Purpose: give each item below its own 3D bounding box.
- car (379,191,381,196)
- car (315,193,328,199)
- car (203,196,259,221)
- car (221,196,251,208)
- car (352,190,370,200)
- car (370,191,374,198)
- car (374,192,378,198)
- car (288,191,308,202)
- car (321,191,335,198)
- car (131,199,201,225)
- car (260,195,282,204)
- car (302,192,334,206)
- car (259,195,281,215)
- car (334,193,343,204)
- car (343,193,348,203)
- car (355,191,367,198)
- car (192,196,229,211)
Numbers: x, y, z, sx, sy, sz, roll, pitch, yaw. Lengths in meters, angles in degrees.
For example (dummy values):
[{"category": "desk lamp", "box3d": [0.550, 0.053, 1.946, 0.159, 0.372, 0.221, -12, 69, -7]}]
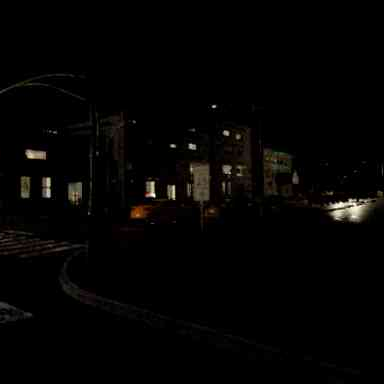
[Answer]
[{"category": "car", "box3d": [41.420, 0.591, 76.396, 1.887, 1.381, 4.507, 0, 0, 36]}, {"category": "car", "box3d": [28.309, 0.826, 72.637, 1.802, 1.307, 4.206, 0, 0, 36]}, {"category": "car", "box3d": [2.616, 1.179, 23.110, 1.752, 1.417, 4.829, 0, 0, 36]}, {"category": "car", "box3d": [5.514, 1.183, 41.326, 1.802, 1.307, 4.206, 0, 0, 36]}, {"category": "car", "box3d": [31.824, 0.508, 63.228, 2.192, 1.841, 5.009, 0, 0, 36]}, {"category": "car", "box3d": [35.082, 0.709, 67.702, 1.947, 1.339, 4.313, 0, 0, 36]}, {"category": "car", "box3d": [38.338, 0.659, 72.176, 1.947, 1.339, 4.313, 0, 0, 36]}, {"category": "car", "box3d": [18.439, 0.922, 59.080, 1.752, 1.417, 4.829, 0, 0, 36]}, {"category": "car", "box3d": [31.565, 0.634, 77.109, 1.967, 1.590, 4.097, 0, 0, 36]}, {"category": "car", "box3d": [-1.751, 1.207, 21.692, 1.882, 1.535, 5.008, -1, 0, 36]}, {"category": "car", "box3d": [12.027, 1.080, 50.273, 1.802, 1.307, 4.206, 0, 0, 36]}, {"category": "car", "box3d": [15.543, 0.999, 40.865, 2.008, 1.369, 4.403, 0, 0, 36]}, {"category": "car", "box3d": [5.773, 1.154, 27.446, 2.008, 1.369, 4.403, 0, 0, 36]}, {"category": "car", "box3d": [18.799, 0.979, 45.338, 1.802, 1.307, 4.206, 0, 0, 36]}, {"category": "car", "box3d": [22.055, 0.785, 49.810, 1.967, 1.590, 4.097, 0, 0, 36]}, {"category": "car", "box3d": [40.693, 0.573, 79.991, 1.812, 1.442, 4.674, -1, 0, 36]}, {"category": "car", "box3d": [2.157, 1.180, 36.715, 1.752, 1.417, 4.829, 0, 0, 36]}]
